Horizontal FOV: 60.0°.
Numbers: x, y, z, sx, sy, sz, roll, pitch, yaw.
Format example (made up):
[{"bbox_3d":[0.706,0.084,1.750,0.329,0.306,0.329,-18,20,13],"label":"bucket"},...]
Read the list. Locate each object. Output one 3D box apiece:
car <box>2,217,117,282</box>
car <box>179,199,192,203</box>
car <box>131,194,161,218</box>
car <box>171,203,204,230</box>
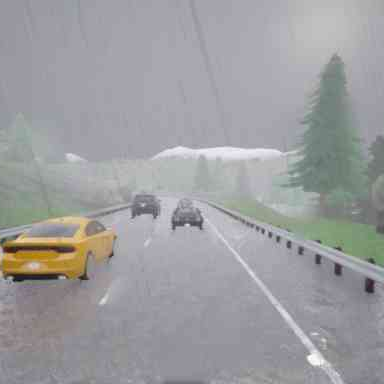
[{"bbox_3d":[-3.545,1.481,9.847,1.882,1.535,5.008,0,0,-1],"label":"car"},{"bbox_3d":[-0.797,1.550,39.377,2.033,1.411,5.357,0,0,-2],"label":"car"},{"bbox_3d":[-4.029,1.226,29.810,2.150,2.045,5.566,0,0,-1],"label":"car"},{"bbox_3d":[-0.315,1.602,21.277,1.895,1.301,4.718,0,0,-1],"label":"car"}]
